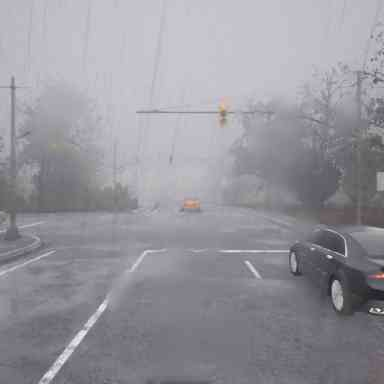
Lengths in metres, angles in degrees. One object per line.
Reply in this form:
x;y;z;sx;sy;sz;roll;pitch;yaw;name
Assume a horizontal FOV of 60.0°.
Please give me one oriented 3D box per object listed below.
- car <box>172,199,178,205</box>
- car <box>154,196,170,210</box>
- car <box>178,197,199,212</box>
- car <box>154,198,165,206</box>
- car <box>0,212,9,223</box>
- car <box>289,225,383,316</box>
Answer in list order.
-3.308;2.372;80.482;1.895;1.301;4.718;0;-1;-22;car
-3.950;1.626;43.602;2.033;1.411;5.357;0;-1;-3;car
-0.206;1.394;39.930;2.097;1.767;4.553;0;0;0;car
-6.310;1.960;64.418;1.837;1.490;4.892;0;-1;-10;car
-15.462;1.675;23.090;4.718;1.301;1.895;-1;0;-3;car
3.602;1.505;7.477;1.837;1.490;4.892;0;0;1;car
